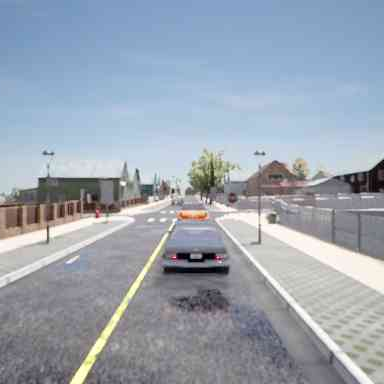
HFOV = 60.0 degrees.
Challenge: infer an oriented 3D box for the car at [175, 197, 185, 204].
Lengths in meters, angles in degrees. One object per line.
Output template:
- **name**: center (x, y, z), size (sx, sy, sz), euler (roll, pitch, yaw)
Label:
- **car**: center (-2.767, 1.886, 75.753), size (2.033, 1.411, 5.357), euler (0, 0, 0)

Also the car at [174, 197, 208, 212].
- **car**: center (0.051, 1.463, 22.374), size (2.097, 1.767, 4.553), euler (0, 0, -1)

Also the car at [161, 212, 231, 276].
- **car**: center (0.097, 1.601, 10.489), size (2.033, 1.411, 5.357), euler (0, 0, 0)

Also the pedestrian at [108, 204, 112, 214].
- **pedestrian**: center (-9.700, 1.645, 38.594), size (0.375, 1.860, 0.375), euler (0, 0, 0)

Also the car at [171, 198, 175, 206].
- **car**: center (-2.811, 1.774, 60.352), size (2.128, 1.511, 4.902), euler (0, 0, 0)
